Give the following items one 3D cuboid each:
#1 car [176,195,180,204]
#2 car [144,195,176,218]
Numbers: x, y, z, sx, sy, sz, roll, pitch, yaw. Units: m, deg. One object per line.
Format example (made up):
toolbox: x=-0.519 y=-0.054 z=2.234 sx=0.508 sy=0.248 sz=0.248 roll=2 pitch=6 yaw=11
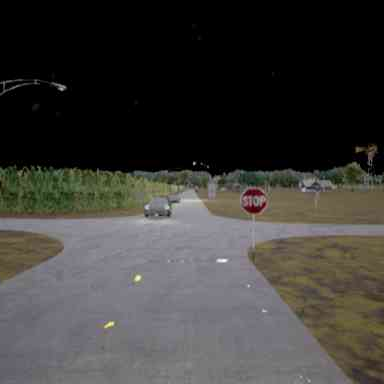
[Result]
car: x=-2.804 y=1.179 z=52.739 sx=2.033 sy=1.411 sz=5.357 roll=0 pitch=1 yaw=0
car: x=-2.779 y=1.184 z=28.282 sx=2.097 sy=1.767 sz=4.553 roll=0 pitch=1 yaw=0
